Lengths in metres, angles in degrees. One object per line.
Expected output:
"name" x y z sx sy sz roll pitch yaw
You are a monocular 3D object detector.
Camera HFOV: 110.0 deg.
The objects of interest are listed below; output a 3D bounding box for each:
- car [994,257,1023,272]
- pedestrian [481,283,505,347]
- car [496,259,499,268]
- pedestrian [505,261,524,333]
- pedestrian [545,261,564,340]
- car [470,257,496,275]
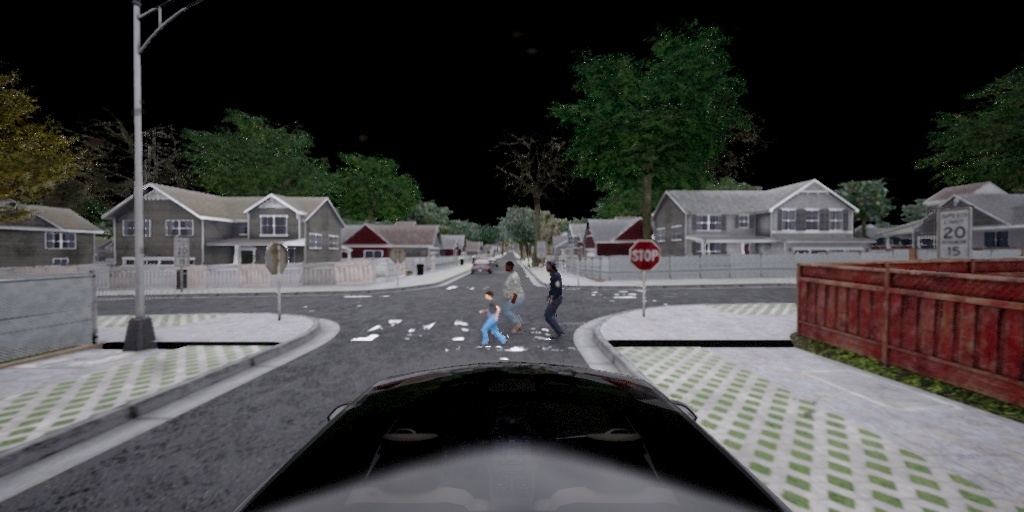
"car" 23.778 0.740 17.017 4.181 1.385 1.994 -1 1 -1
"pedestrian" -0.403 1.273 7.645 0.375 1.300 0.375 0 1 0
"car" -2.839 0.862 49.165 1.812 1.442 4.674 0 1 0
"pedestrian" 0.039 0.983 8.842 0.375 1.860 0.375 0 1 0
"pedestrian" 0.986 0.988 8.242 0.375 1.860 0.375 0 1 0
"car" -2.847 0.991 34.495 1.812 1.442 4.674 0 1 0
